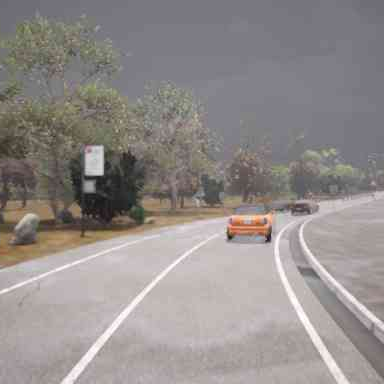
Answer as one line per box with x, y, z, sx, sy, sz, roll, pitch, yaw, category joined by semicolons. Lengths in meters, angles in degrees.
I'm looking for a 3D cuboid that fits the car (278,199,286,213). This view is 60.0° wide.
10.469;1.630;38.722;1.837;1.490;4.892;-4;-1;36;car

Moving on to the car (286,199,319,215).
11.775;1.466;34.528;1.882;1.535;5.008;-3;-1;34;car

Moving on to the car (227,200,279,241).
3.165;1.393;17.260;2.097;1.767;4.553;-1;-1;17;car
